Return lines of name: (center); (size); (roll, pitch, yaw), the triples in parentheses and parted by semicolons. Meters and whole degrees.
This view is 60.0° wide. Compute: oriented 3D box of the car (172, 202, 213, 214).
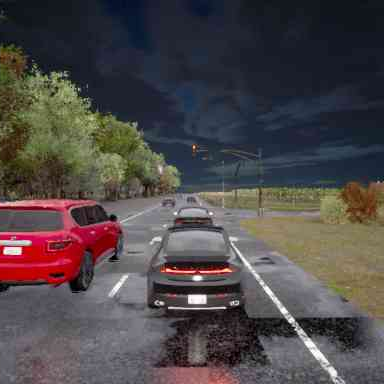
car: (0.063, 1.482, 17.100); (1.882, 1.535, 5.008); (0, 0, 0)

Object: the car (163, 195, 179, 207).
car: (-3.521, 1.512, 52.145); (1.837, 1.490, 4.892); (0, 0, 0)

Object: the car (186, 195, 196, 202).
car: (-0.143, 1.503, 72.090); (1.837, 1.490, 4.892); (0, 0, 0)

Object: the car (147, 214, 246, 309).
car: (0.081, 1.507, 7.855); (1.837, 1.490, 4.892); (0, 0, 0)

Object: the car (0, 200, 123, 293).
car: (-3.420, 1.223, 9.028); (2.150, 2.045, 5.566); (0, 0, 0)

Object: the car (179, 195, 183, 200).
car: (-3.711, 1.523, 90.398); (2.128, 1.511, 4.902); (0, 0, 0)
